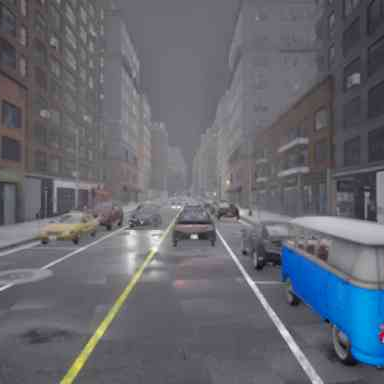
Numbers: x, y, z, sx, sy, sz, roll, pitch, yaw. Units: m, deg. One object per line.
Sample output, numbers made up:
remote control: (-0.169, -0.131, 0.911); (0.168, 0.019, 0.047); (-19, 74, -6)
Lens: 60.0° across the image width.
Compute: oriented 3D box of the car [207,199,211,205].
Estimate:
car: (3.109, 1.592, 37.107); (2.097, 1.767, 4.553); (0, 0, 0)

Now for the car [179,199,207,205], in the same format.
car: (0.094, 1.698, 32.320); (2.128, 1.511, 4.902); (0, 0, 0)

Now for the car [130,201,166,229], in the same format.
car: (-3.103, 1.649, 23.076); (1.837, 1.490, 4.892); (0, 0, 0)

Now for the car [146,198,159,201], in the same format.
car: (-5.855, 1.812, 43.844); (1.752, 1.417, 4.829); (0, 0, 0)

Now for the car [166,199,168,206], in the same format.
car: (-5.858, 1.892, 65.986); (1.967, 1.590, 4.097); (0, 0, 0)

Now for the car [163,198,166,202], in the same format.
car: (-5.856, 1.809, 54.999); (1.967, 1.590, 4.097); (0, 0, 0)

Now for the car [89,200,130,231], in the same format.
car: (-5.851, 1.453, 22.043); (2.192, 1.841, 5.009); (1, 0, 0)

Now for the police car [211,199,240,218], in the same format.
police car: (3.131, 1.617, 30.247); (1.930, 1.638, 5.238); (0, 0, 0)

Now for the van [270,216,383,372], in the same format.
van: (2.682, 1.376, 5.586); (1.690, 1.788, 3.998); (1, 0, 0)

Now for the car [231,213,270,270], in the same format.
car: (2.679, 1.619, 11.077); (2.008, 1.369, 4.403); (1, 0, 0)

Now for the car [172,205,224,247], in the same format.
car: (0.093, 1.588, 15.622); (2.128, 1.511, 4.902); (0, 0, 0)

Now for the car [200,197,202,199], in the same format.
car: (2.670, 1.913, 55.007); (1.887, 1.381, 4.507); (0, 0, 0)

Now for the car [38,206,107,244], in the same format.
car: (-5.852, 1.627, 16.380); (1.752, 1.417, 4.829); (1, 0, 0)

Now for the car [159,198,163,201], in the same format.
car: (-5.856, 1.879, 49.506); (2.008, 1.369, 4.403); (0, 0, 0)

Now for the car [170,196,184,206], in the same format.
car: (-3.019, 1.971, 65.488); (2.128, 1.511, 4.902); (0, 0, 0)
